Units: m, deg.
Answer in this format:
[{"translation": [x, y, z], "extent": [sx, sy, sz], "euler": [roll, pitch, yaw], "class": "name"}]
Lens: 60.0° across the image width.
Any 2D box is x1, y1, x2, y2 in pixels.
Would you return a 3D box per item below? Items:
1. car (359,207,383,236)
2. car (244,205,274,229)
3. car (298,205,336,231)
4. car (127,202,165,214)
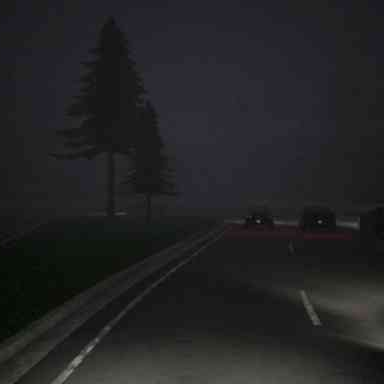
[{"translation": [10.907, 1.596, 18.804], "extent": [2.128, 1.511, 4.902], "euler": [0, 0, 14], "class": "car"}, {"translation": [4.624, 1.643, 22.796], "extent": [1.812, 1.442, 4.674], "euler": [0, 0, 13], "class": "car"}, {"translation": [8.001, 1.593, 21.612], "extent": [1.882, 1.535, 5.008], "euler": [0, 0, 14], "class": "car"}, {"translation": [-5.098, 1.739, 36.637], "extent": [4.181, 1.385, 1.994], "euler": [0, 0, -1], "class": "car"}]
